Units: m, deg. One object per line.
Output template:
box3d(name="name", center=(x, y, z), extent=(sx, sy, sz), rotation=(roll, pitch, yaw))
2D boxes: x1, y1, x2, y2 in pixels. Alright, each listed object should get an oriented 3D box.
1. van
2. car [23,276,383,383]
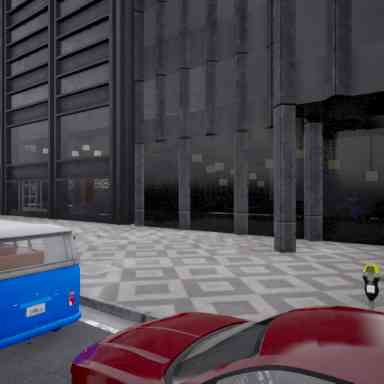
box3d(name="van", center=(-3.593, 1.341, 5.531), extent=(3.998, 1.788, 1.690), rotation=(0, 0, 36))
box3d(name="car", center=(0.971, 1.545, 2.272), extent=(4.507, 1.381, 1.887), rotation=(0, 0, 36))
